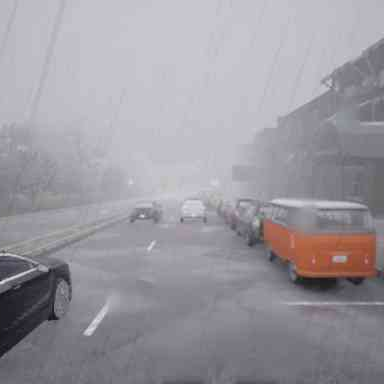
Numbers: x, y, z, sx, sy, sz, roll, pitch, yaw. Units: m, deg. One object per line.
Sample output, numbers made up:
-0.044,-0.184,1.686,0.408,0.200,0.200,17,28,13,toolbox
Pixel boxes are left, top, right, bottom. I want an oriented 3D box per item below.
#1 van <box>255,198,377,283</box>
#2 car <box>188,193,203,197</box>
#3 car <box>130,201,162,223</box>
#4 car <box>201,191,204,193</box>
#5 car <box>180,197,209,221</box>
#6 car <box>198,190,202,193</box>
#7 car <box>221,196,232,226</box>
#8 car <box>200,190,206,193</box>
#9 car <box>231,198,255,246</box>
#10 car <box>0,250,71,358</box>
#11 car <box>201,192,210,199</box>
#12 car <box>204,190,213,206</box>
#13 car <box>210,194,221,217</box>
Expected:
3.228,1.183,9.425,1.878,1.987,4.442,0,0,0,van
0.113,1.196,41.805,1.837,1.490,4.892,0,1,0,car
-3.156,1.352,23.503,1.812,1.442,4.674,0,0,0,car
3.233,1.005,64.430,2.231,1.521,4.892,0,0,0,car
0.111,1.343,24.726,1.812,1.442,4.674,0,0,0,car
3.227,0.670,75.638,2.435,2.045,5.566,0,0,0,car
3.231,1.203,20.328,2.185,1.767,4.553,0,0,0,car
3.232,0.964,69.956,2.231,1.521,4.892,0,0,0,car
3.230,1.244,14.804,2.185,1.767,4.553,0,0,0,car
-3.149,1.459,4.272,2.128,1.511,4.902,0,0,0,car
3.224,0.876,81.322,1.946,1.575,5.366,0,0,0,car
3.241,1.001,47.829,2.185,1.767,4.553,0,0,0,car
3.234,1.249,31.279,2.231,1.521,4.892,0,0,0,car
